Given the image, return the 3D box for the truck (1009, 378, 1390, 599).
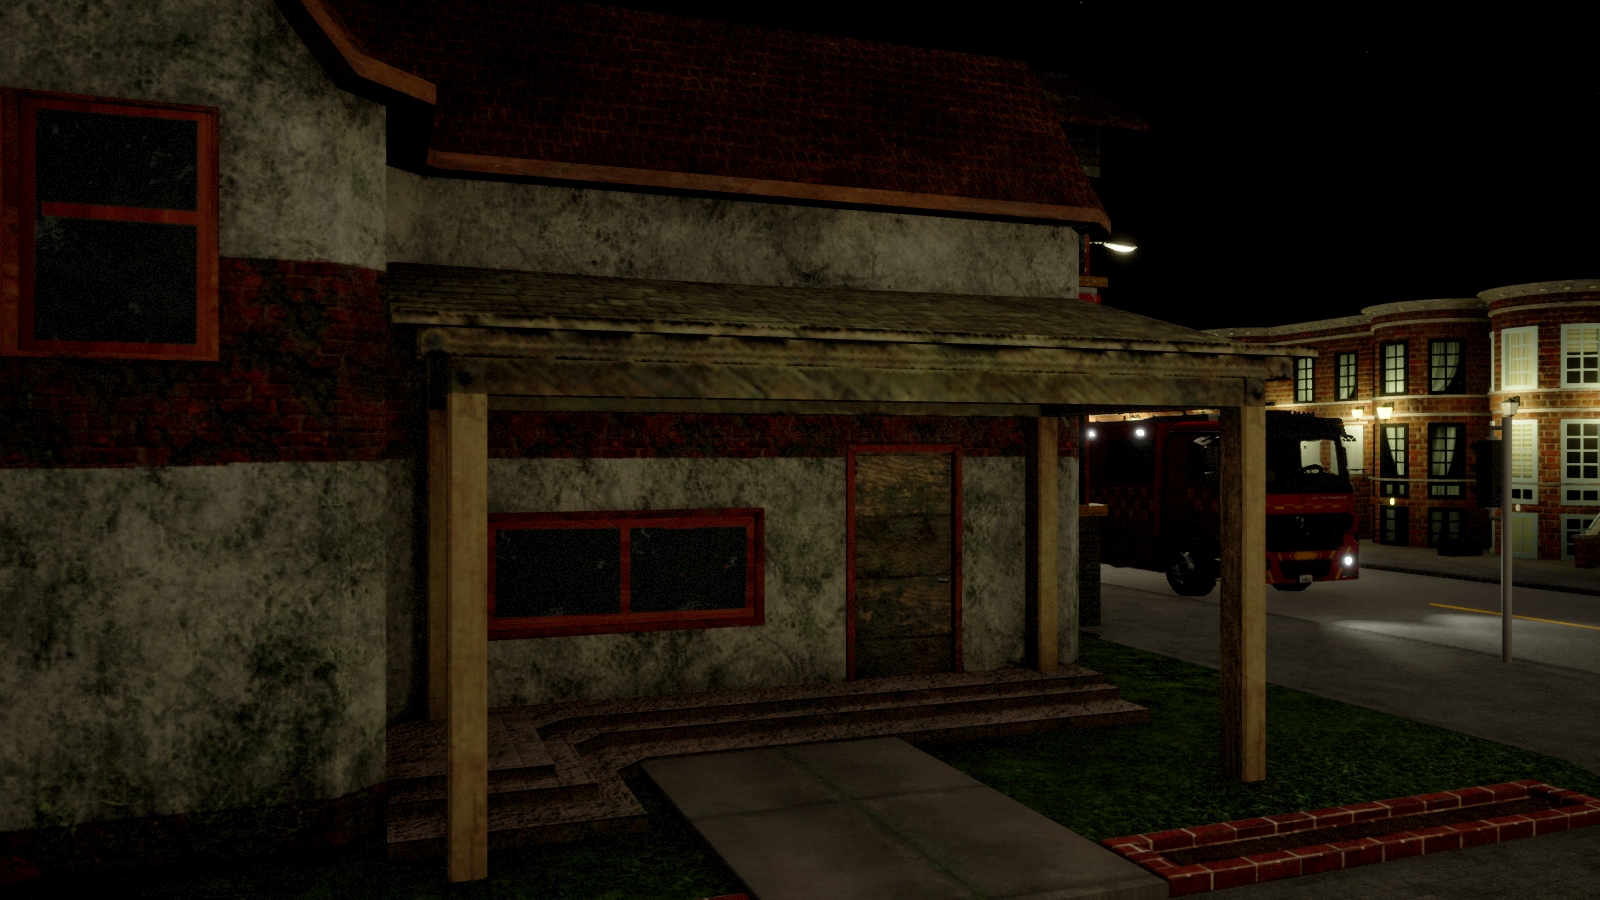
[{"bbox_3d":[7.890,0.671,24.218,2.891,3.827,8.468,0,0,-20],"label":"truck"}]
